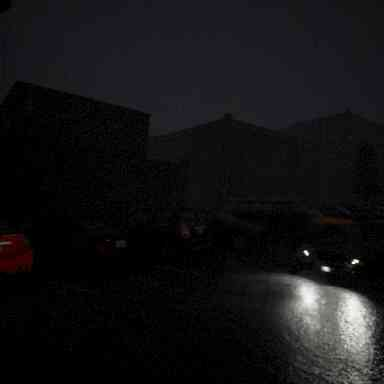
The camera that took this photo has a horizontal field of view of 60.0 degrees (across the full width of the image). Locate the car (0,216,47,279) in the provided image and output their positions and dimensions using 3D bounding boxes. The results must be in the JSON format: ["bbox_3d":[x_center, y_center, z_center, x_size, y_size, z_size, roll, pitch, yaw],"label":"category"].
[{"bbox_3d":[-6.222,1.346,8.706,4.553,1.767,2.185,-1,-1,34],"label":"car"}]

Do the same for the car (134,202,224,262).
[{"bbox_3d":[-1.473,1.351,12.207,4.553,1.767,2.185,-1,-1,34],"label":"car"}]

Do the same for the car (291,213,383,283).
[{"bbox_3d":[5.613,1.555,9.821,5.357,1.411,2.033,0,0,-33],"label":"car"}]

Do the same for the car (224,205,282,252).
[{"bbox_3d":[0.877,1.479,13.980,5.008,1.535,2.097,-1,-1,34],"label":"car"}]

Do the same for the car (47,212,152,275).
[{"bbox_3d":[-3.896,1.504,10.490,4.792,1.488,2.163,-1,-1,34],"label":"car"}]

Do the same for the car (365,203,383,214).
[{"bbox_3d":[7.985,1.487,19.194,5.008,1.535,2.097,-1,-1,34],"label":"car"}]

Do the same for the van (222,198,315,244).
[{"bbox_3d":[3.152,1.258,15.784,4.442,1.987,1.878,-1,-1,34],"label":"van"}]

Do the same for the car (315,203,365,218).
[{"bbox_3d":[5.776,1.479,17.350,5.366,1.575,1.946,-1,-1,34],"label":"car"}]
